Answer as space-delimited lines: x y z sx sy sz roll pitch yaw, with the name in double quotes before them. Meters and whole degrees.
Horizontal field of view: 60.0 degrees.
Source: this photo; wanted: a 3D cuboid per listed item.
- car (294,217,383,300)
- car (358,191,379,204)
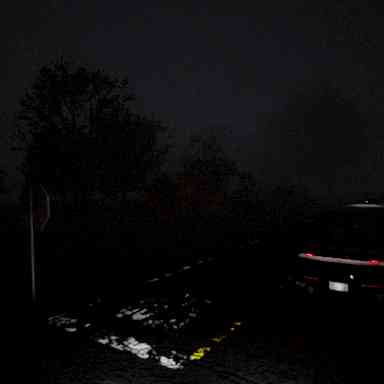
"car" 3.793 1.335 7.650 2.128 1.511 4.902 0 1 33
"car" 20.611 0.627 38.690 2.033 1.411 5.357 0 1 33
